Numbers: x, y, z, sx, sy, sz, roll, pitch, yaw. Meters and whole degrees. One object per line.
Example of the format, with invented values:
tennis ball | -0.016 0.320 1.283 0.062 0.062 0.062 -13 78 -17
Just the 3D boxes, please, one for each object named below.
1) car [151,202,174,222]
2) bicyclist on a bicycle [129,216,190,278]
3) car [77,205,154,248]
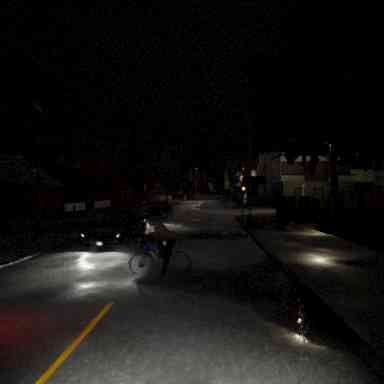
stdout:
car | -2.569 1.547 26.923 2.033 1.411 5.357 0 0 3
bicyclist on a bicycle | -0.876 1.452 8.800 1.656 1.620 0.582 -2 0 3
car | -3.319 1.547 15.091 2.033 1.411 5.357 0 0 3
